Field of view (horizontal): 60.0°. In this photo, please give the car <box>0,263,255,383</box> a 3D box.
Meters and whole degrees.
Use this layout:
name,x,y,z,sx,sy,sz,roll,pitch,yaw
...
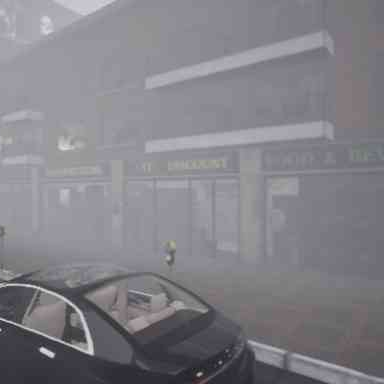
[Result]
name,x,y,z,sx,sy,sz,roll,pitch,yaw
car,-1.453,1.539,3.914,4.403,1.369,2.008,0,0,36
